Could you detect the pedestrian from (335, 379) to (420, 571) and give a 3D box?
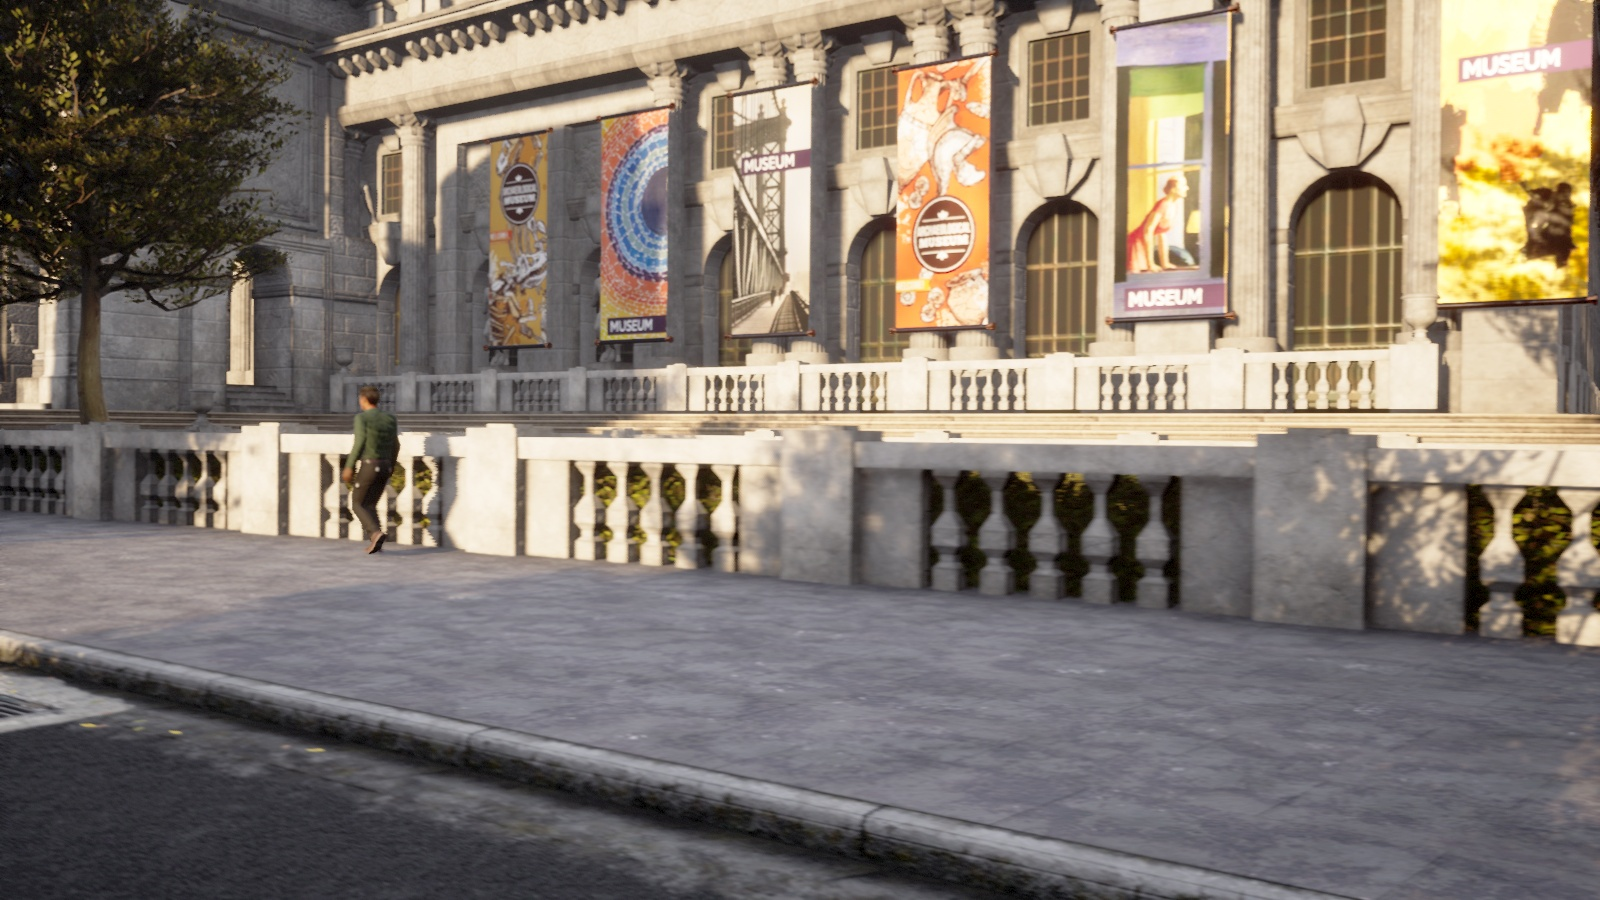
[{"bbox_3d":[-4.424,0.250,13.160,0.788,1.949,0.423,0,1,33],"label":"pedestrian"}]
